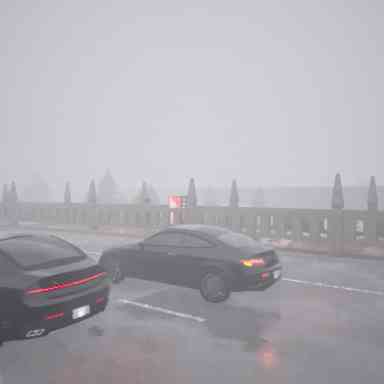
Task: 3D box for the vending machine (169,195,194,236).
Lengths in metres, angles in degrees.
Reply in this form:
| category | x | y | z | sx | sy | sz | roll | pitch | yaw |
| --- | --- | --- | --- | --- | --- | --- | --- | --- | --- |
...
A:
| category | x | y | z | sx | sy | sz | roll | pitch | yaw |
| --- | --- | --- | --- | --- | --- | --- | --- | --- | --- |
| vending machine | -0.562 | 1.195 | 17.624 | 0.880 | 2.100 | 1.100 | 0 | 0 | 30 |

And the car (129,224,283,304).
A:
| category | x | y | z | sx | sy | sz | roll | pitch | yaw |
| --- | --- | --- | --- | --- | --- | --- | --- | --- | --- |
| car | -0.186 | 1.526 | 8.102 | 4.674 | 1.442 | 1.812 | 0 | 0 | 33 |

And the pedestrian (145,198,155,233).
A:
| category | x | y | z | sx | sy | sz | roll | pitch | yaw |
| --- | --- | --- | --- | --- | --- | --- | --- | --- | --- |
| pedestrian | -2.123 | 1.141 | 16.820 | 0.375 | 1.860 | 0.375 | 0 | 0 | 30 |

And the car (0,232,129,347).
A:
| category | x | y | z | sx | sy | sz | roll | pitch | yaw |
| --- | --- | --- | --- | --- | --- | --- | --- | --- | --- |
| car | -3.673 | 1.505 | 6.149 | 4.892 | 1.490 | 1.837 | 0 | 0 | 32 |
